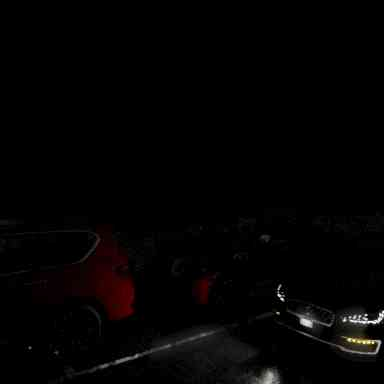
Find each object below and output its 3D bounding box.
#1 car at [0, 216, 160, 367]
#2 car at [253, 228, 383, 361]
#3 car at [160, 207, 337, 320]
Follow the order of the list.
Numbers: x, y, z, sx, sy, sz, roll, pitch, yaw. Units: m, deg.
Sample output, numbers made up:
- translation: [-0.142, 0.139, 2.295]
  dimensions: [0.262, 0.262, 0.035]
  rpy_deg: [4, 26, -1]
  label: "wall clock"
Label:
- translation: [-3.180, 1.315, 4.262]
  dimensions: [5.009, 1.841, 2.192]
  rpy_deg: [0, 0, -35]
  label: "car"
- translation: [3.515, 1.503, 5.874]
  dimensions: [4.892, 1.490, 1.837]
  rpy_deg: [0, 0, -35]
  label: "car"
- translation: [1.416, 1.314, 7.530]
  dimensions: [5.009, 1.841, 2.192]
  rpy_deg: [0, 0, -35]
  label: "car"
